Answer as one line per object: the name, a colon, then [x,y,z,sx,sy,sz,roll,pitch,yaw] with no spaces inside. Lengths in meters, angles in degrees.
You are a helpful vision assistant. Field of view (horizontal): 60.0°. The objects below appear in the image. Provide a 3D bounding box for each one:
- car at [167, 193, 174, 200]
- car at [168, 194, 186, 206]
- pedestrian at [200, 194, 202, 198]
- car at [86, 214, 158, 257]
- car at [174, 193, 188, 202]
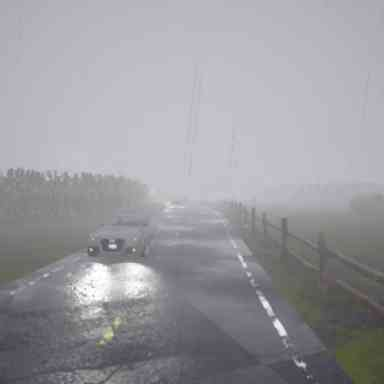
car: [-5.082,1.201,87.138,2.150,2.045,5.566,0,0,-14]
car: [-2.516,1.533,55.535,1.882,1.535,5.008,0,0,-5]
pedestrian: [1.809,1.365,67.070,0.375,1.860,0.375,0,0,-13]
car: [-2.491,1.570,12.774,1.994,1.385,4.181,0,0,3]
car: [-2.193,1.450,73.937,1.837,1.490,4.892,0,0,-12]
